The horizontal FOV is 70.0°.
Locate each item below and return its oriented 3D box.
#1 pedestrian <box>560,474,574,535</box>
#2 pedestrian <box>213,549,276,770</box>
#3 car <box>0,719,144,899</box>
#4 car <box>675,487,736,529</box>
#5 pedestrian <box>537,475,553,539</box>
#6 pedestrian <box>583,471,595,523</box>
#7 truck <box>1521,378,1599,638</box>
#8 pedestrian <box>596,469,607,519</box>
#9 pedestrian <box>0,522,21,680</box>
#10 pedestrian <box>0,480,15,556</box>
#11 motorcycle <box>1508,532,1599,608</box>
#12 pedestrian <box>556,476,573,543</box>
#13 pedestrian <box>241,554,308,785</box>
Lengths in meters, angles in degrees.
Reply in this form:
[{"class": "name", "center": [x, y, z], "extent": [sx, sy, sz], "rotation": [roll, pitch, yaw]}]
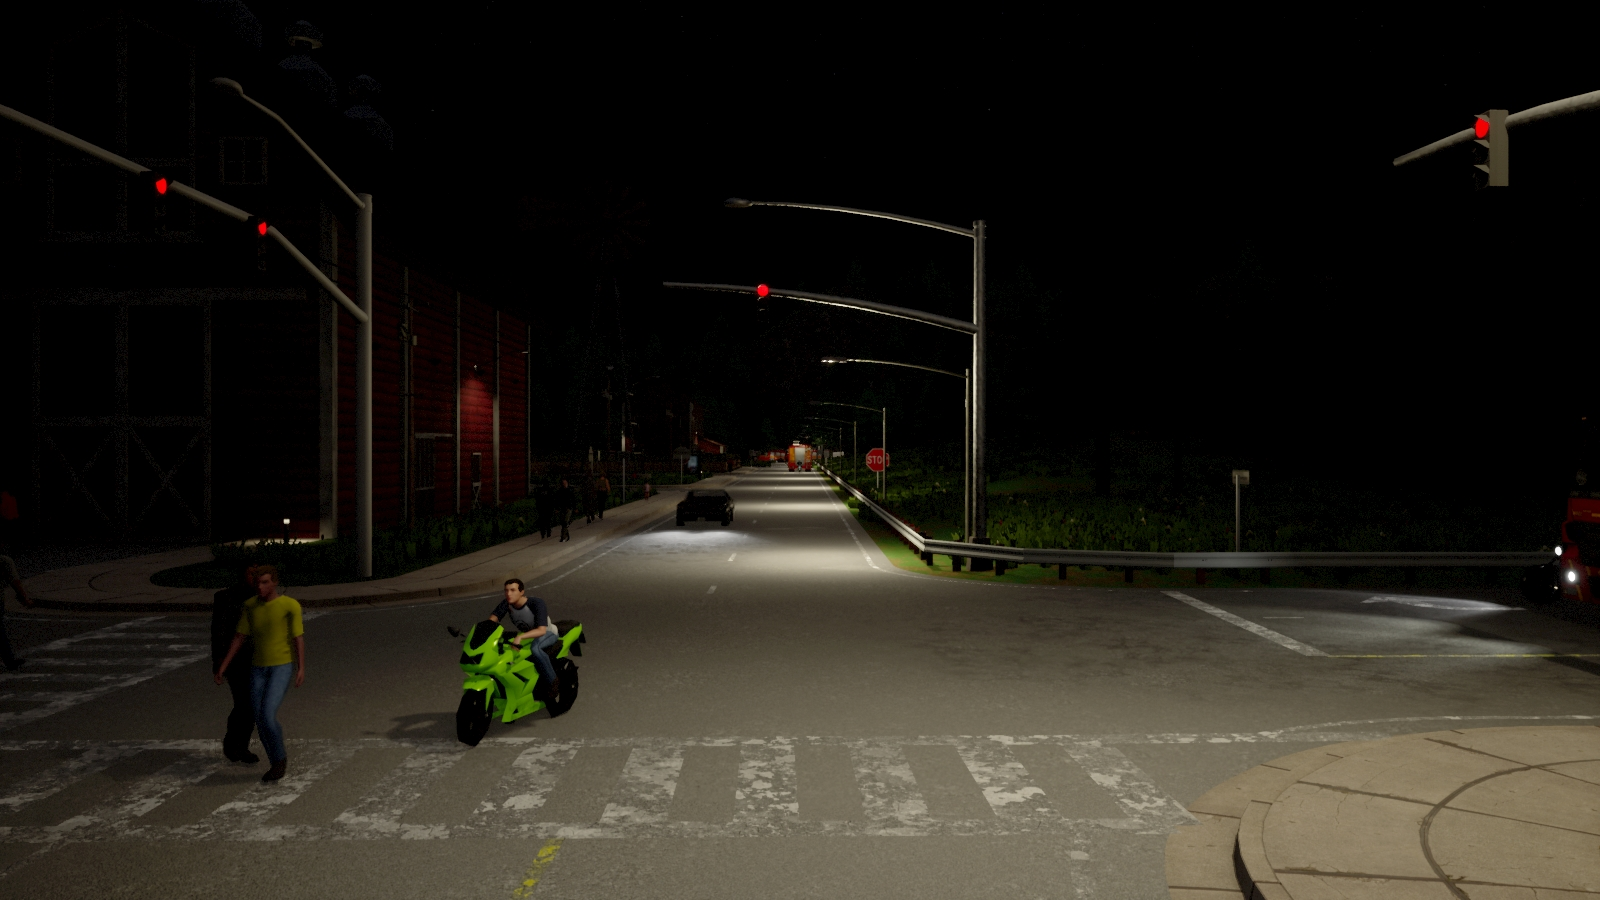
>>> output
[{"class": "pedestrian", "center": [-7.160, 1.673, 35.059], "extent": [0.375, 1.860, 0.375], "rotation": [0, 0, -3]}, {"class": "pedestrian", "center": [-4.908, 1.826, 10.099], "extent": [0.375, 1.860, 0.375], "rotation": [0, 0, 38]}, {"class": "car", "center": [-3.531, 1.904, 2.049], "extent": [2.097, 1.767, 4.553], "rotation": [0, 0, 0]}, {"class": "car", "center": [-3.475, 2.130, 42.731], "extent": [1.895, 1.301, 4.718], "rotation": [0, 0, 0]}, {"class": "pedestrian", "center": [-7.484, 1.675, 33.552], "extent": [0.375, 1.860, 0.375], "rotation": [0, 0, 0]}, {"class": "pedestrian", "center": [-7.512, 1.672, 40.743], "extent": [0.375, 1.860, 0.375], "rotation": [0, 0, -1]}, {"class": "truck", "center": [15.989, 0.853, 17.220], "extent": [8.468, 3.827, 2.891], "rotation": [0, 0, -1]}, {"class": "pedestrian", "center": [-7.537, 1.668, 43.353], "extent": [0.375, 1.860, 0.375], "rotation": [0, 0, -1]}, {"class": "pedestrian", "center": [-9.713, 1.813, 13.768], "extent": [0.375, 1.860, 0.375], "rotation": [0, 0, 4]}, {"class": "pedestrian", "center": [-19.822, 1.685, 28.385], "extent": [0.375, 1.860, 0.375], "rotation": [0, 0, -1]}, {"class": "motorcycle", "center": [14.113, 2.131, 20.458], "extent": [2.356, 1.277, 0.764], "rotation": [0, 0, 2]}, {"class": "pedestrian", "center": [-6.662, 1.677, 32.358], "extent": [0.375, 1.860, 0.375], "rotation": [0, 0, 7]}, {"class": "pedestrian", "center": [-4.418, 1.826, 9.613], "extent": [0.375, 1.860, 0.375], "rotation": [0, 0, 6]}]
